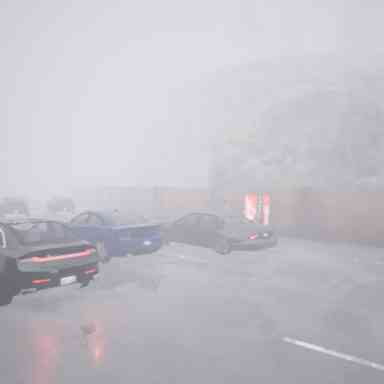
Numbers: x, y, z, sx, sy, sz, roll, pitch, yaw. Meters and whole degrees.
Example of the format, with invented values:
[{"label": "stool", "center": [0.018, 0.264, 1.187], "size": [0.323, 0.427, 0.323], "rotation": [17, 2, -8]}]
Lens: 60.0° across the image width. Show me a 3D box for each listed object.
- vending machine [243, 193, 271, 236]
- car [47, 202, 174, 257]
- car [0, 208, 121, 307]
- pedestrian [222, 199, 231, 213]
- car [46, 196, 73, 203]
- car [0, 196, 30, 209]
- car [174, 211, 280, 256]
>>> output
[{"label": "vending machine", "center": [3.318, 1.091, 16.905], "size": [0.880, 2.100, 1.100], "rotation": [1, 1, 44]}, {"label": "car", "center": [-3.104, 1.332, 11.641], "size": [5.008, 1.535, 1.882], "rotation": [1, 1, 44]}, {"label": "car", "center": [-4.055, 1.367, 7.759], "size": [4.902, 1.511, 2.128], "rotation": [1, 1, 43]}, {"label": "pedestrian", "center": [1.615, 1.172, 16.229], "size": [0.375, 1.860, 0.375], "rotation": [1, 1, 45]}, {"label": "car", "center": [-11.235, 1.095, 28.482], "size": [1.837, 1.490, 4.892], "rotation": [0, 1, -29]}, {"label": "car", "center": [-13.875, 1.080, 26.049], "size": [1.837, 1.490, 4.892], "rotation": [0, 1, -30]}, {"label": "car", "center": [0.620, 1.443, 12.799], "size": [5.357, 1.411, 2.033], "rotation": [1, 1, 43]}]
